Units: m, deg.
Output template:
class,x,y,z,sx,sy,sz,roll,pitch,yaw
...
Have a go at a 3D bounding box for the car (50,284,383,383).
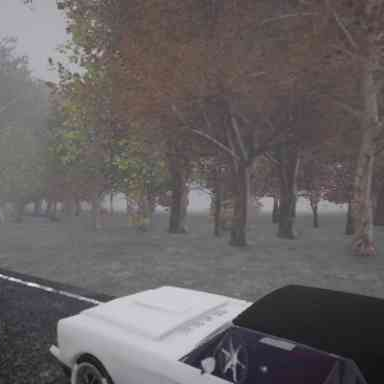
class,x,y,z,sx,sy,sz,roll,pitch,yaw
car,0.798,1.585,3.008,4.718,1.301,1.895,1,-1,35
